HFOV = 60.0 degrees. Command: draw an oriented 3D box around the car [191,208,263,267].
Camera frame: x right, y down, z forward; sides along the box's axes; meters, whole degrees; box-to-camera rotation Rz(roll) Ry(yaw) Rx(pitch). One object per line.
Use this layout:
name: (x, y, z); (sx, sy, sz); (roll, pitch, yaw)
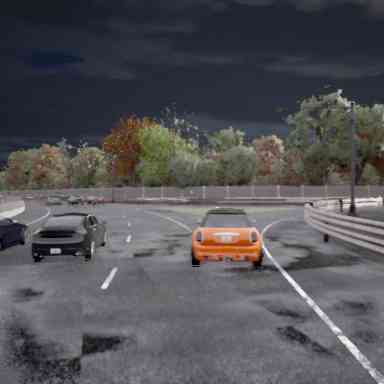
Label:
car: (1.191, 1.344, 11.555); (2.097, 1.767, 4.553); (0, 0, 6)

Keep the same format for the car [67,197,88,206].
car: (-20.053, 1.568, 57.191); (1.837, 1.490, 4.892); (0, 0, -34)

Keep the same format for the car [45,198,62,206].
car: (-23.023, 1.623, 55.339); (2.033, 1.411, 5.357); (0, 0, -34)

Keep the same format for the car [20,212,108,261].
car: (-4.354, 1.519, 12.357); (1.837, 1.490, 4.892); (0, 0, -6)

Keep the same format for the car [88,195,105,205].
car: (-17.067, 1.403, 59.018); (2.097, 1.767, 4.553); (0, 0, -34)

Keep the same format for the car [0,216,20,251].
car: (-7.967, 1.592, 13.003); (1.994, 1.385, 4.181); (0, 0, -7)
